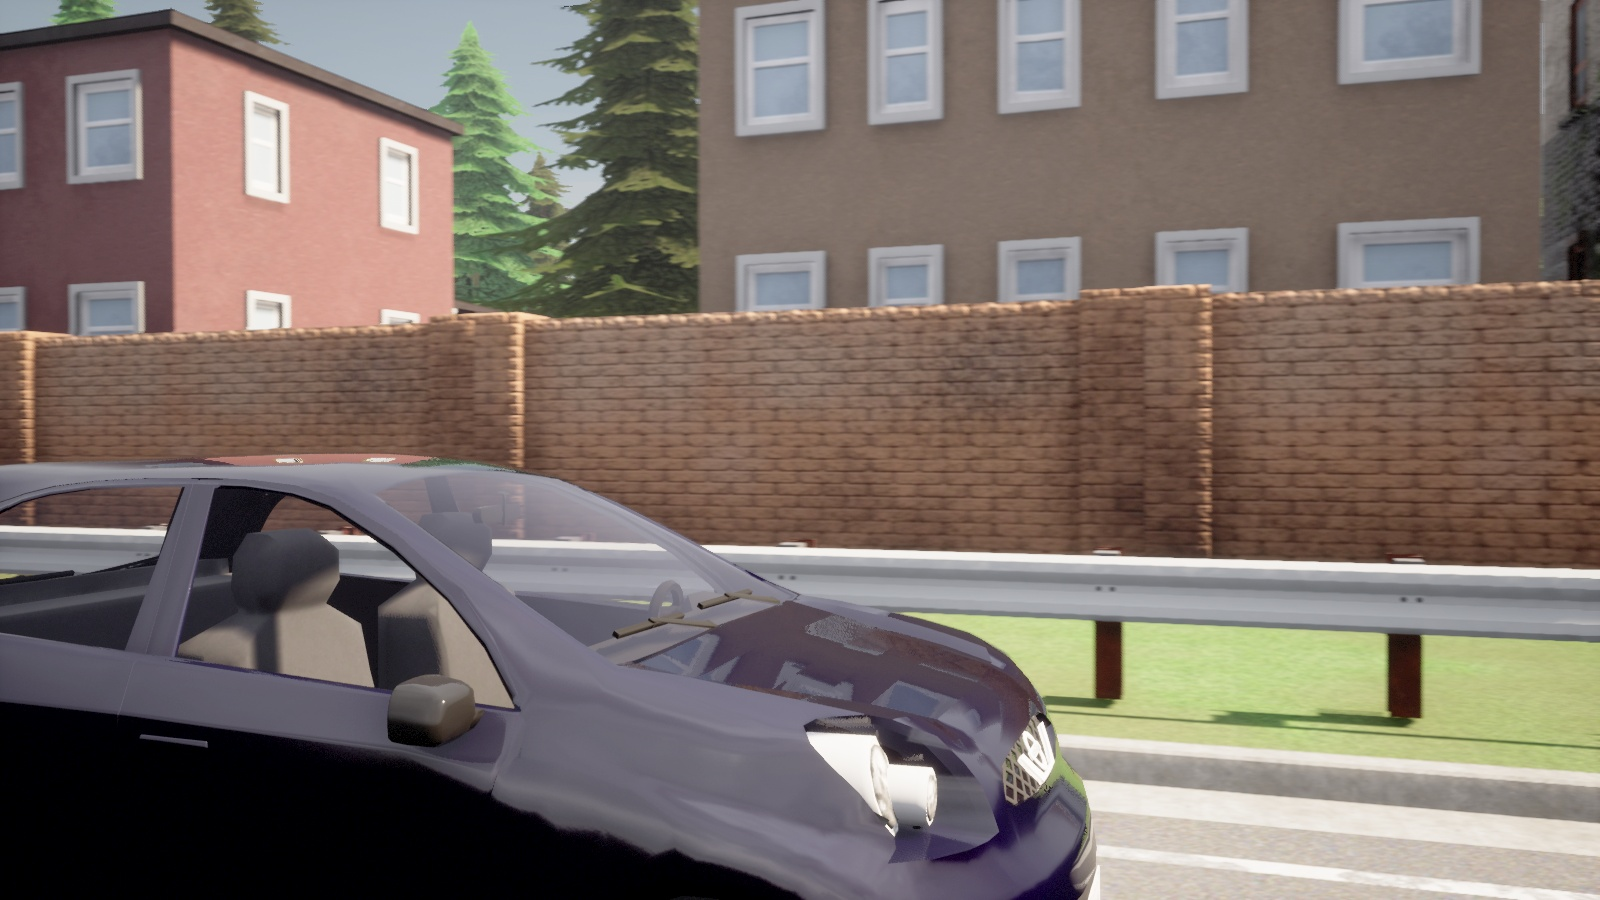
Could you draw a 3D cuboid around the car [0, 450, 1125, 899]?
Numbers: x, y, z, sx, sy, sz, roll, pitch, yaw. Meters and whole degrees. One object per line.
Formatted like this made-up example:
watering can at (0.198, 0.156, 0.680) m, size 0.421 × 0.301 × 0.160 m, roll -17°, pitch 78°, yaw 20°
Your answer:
car at (-1.031, 0.780, 3.540) m, size 3.633 × 1.501 × 1.845 m, roll 1°, pitch 1°, yaw 19°
